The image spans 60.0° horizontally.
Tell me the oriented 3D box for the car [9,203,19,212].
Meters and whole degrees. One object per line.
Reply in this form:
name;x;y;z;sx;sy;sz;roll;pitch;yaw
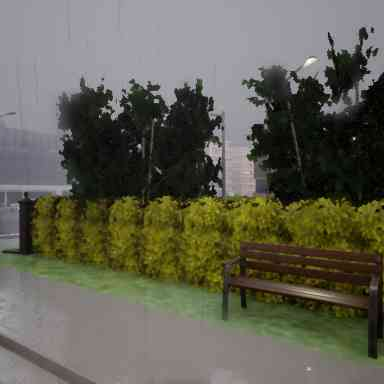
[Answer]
car;-18.543;1.477;38.297;1.812;1.442;4.674;0;0;33

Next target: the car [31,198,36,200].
car;-15.821;1.515;36.061;1.994;1.385;4.181;0;0;35
